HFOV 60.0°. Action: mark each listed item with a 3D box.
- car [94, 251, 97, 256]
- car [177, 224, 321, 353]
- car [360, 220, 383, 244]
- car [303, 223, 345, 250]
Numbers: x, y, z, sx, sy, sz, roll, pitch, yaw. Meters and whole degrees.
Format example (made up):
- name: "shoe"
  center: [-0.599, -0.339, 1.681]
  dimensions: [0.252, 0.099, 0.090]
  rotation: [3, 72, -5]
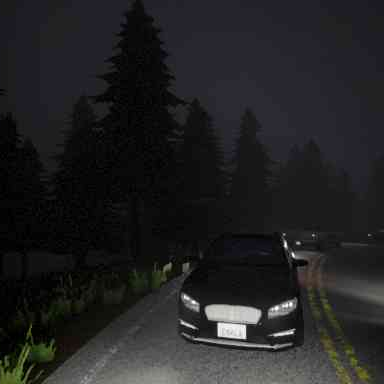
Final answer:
- name: "car"
  center: [-20.263, 13.650, 72.971]
  dimensions: [4.181, 1.381, 1.994]
  rotation: [-2, -5, 31]
- name: "car"
  center: [1.133, 1.562, 6.602]
  dimensions: [2.128, 1.511, 4.902]
  rotation: [-1, -2, 15]
- name: "car"
  center: [15.843, 3.225, 26.459]
  dimensions: [5.566, 2.045, 2.150]
  rotation: [8, -8, -28]
- name: "car"
  center: [6.498, 2.308, 17.692]
  dimensions: [1.895, 1.301, 4.718]
  rotation: [-3, -6, 39]
